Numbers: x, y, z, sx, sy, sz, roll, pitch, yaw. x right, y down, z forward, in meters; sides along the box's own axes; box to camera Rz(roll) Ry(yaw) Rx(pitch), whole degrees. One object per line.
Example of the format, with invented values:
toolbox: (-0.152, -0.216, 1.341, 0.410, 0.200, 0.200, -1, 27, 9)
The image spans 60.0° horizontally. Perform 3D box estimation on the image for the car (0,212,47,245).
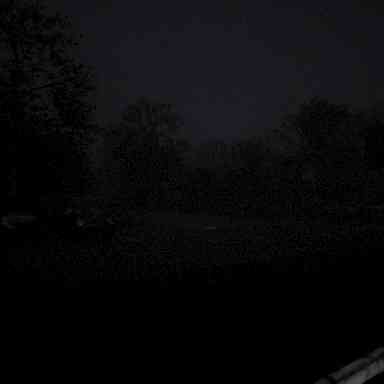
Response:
car: (-8.501, 1.686, 16.454, 2.002, 1.452, 4.674, 1, -1, -36)

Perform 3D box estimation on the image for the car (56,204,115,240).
car: (-5.954, 1.558, 18.345, 2.185, 1.767, 4.553, 1, -1, -35)

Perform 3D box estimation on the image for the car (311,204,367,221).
car: (13.938, 2.025, 32.358, 2.002, 1.452, 4.674, 1, -1, -35)

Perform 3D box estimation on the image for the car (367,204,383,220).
car: (16.615, 2.026, 34.247, 2.231, 1.521, 4.892, 1, -1, -35)
